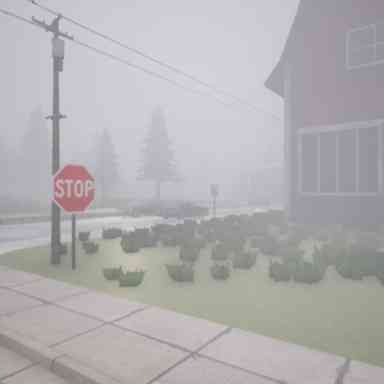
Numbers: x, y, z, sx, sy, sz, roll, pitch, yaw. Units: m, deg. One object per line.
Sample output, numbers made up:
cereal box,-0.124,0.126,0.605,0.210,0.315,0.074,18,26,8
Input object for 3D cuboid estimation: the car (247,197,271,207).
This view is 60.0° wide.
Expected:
car,9.739,1.468,48.082,1.837,1.490,4.892,0,0,37

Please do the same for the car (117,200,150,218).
car,-4.373,1.450,29.081,2.128,1.511,4.902,0,0,36

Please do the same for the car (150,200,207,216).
car,-0.732,1.514,27.809,2.033,1.411,5.357,0,0,37
